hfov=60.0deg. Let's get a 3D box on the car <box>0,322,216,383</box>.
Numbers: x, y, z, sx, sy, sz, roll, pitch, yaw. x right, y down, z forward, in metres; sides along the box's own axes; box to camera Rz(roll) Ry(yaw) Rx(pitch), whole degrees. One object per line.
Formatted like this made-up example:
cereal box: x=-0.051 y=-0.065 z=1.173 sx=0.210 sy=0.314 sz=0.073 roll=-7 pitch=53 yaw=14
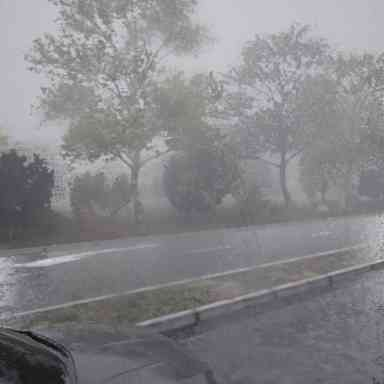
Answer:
car: x=-1.979 y=1.511 z=1.719 sx=4.892 sy=1.490 sz=1.837 roll=-1 pitch=0 yaw=-36
